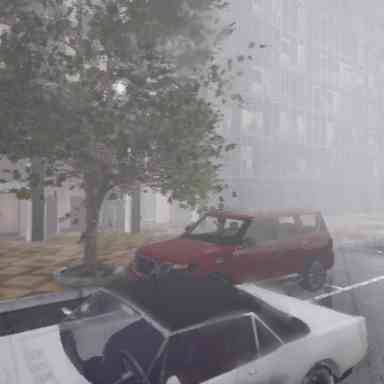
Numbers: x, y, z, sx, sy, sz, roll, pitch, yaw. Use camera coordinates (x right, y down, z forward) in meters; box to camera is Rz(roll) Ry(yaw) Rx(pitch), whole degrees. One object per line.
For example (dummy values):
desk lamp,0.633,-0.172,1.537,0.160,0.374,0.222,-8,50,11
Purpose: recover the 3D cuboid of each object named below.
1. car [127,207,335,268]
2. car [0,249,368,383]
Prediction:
car,1.112,1.295,7.338,5.009,1.841,2.192,0,1,-35
car,-0.463,1.596,3.047,4.718,1.301,1.895,0,0,-36
